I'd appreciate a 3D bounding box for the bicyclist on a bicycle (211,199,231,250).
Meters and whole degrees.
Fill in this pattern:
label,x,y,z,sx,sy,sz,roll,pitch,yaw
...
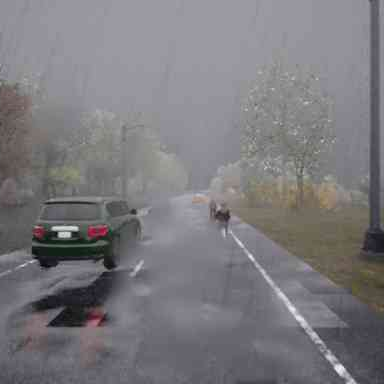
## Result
label,x,y,z,sx,sy,sz,roll,pitch,yaw
bicyclist on a bicycle,1.213,1.289,13.000,0.659,1.776,1.843,0,1,1

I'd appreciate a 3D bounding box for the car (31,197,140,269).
label,x,y,z,sx,sy,sz,roll,pitch,yaw
car,-3.187,1.164,11.130,2.150,2.045,5.566,0,0,1

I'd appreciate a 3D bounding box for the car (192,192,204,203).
label,x,y,z,sx,sy,sz,roll,pitch,yaw
car,1.100,1.134,57.821,1.882,1.535,5.008,0,0,1

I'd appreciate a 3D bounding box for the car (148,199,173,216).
label,x,y,z,sx,sy,sz,roll,pitch,yaw
car,-2.858,1.374,30.690,2.033,1.411,5.357,0,0,1

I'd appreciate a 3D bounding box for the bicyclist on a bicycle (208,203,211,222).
label,x,y,z,sx,sy,sz,roll,pitch,yaw
bicyclist on a bicycle,1.361,1.319,21.796,0.582,1.620,1.656,0,0,1
